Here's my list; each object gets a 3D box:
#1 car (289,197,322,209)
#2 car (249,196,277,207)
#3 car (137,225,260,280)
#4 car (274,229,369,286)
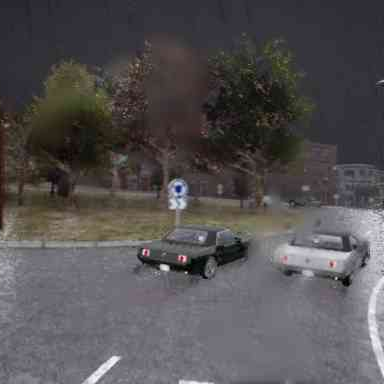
[{"bbox_3d":[14.975,1.360,44.139,2.128,1.511,4.902,0,1,-22],"label":"car"},{"bbox_3d":[10.022,1.294,47.105,1.812,1.442,4.674,0,1,-30],"label":"car"},{"bbox_3d":[0.507,1.725,10.592,1.895,1.301,4.718,2,0,33],"label":"car"},{"bbox_3d":[4.297,1.847,10.474,1.895,1.301,4.718,2,0,35],"label":"car"}]
